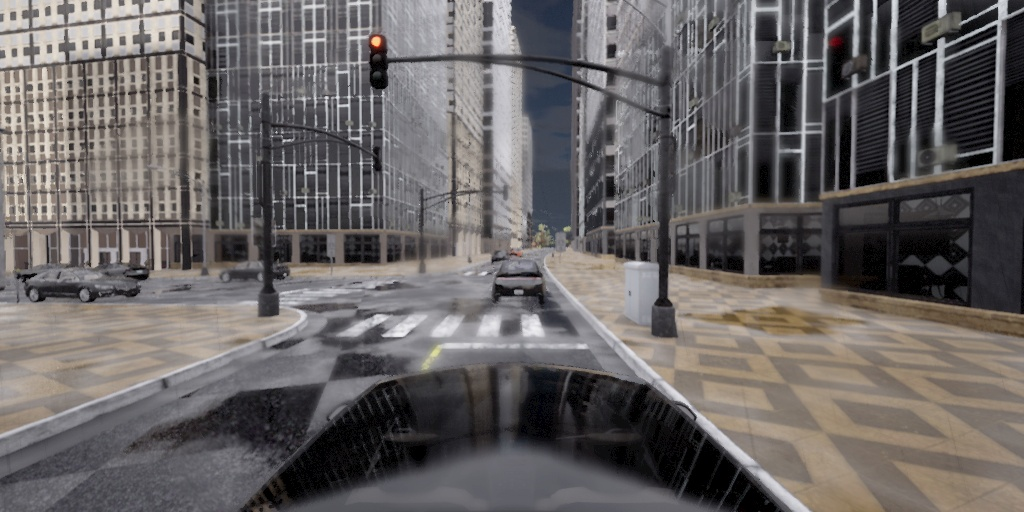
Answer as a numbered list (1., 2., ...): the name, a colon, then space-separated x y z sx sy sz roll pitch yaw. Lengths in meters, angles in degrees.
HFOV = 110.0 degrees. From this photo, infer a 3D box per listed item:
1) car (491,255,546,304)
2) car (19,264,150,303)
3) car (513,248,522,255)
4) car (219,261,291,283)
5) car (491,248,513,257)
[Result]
1. car: 0.297 0.890 14.084 2.128 1.511 4.902 0 2 2
2. car: -18.127 1.180 15.240 4.403 1.370 2.007 0 0 9
3. car: 0.487 -0.602 59.648 2.097 1.767 4.553 0 2 7
4. car: -16.816 0.988 23.515 4.403 1.370 2.007 0 0 9
5. car: -1.325 0.079 42.125 1.837 1.490 4.892 0 2 5
